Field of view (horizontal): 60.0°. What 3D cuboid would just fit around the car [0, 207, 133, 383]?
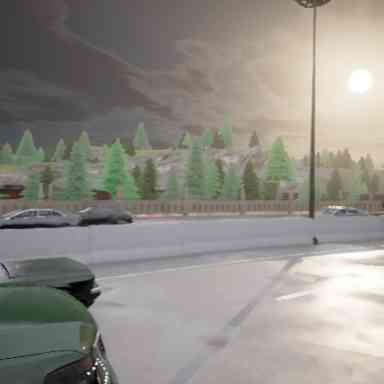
[{"bbox_3d":[-3.106,1.192,1.495,5.566,2.045,2.150,1,-1,-36],"label":"car"}]

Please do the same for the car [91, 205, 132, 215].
[{"bbox_3d":[-5.969,1.525,20.650,4.674,1.442,1.812,1,0,-30],"label":"car"}]

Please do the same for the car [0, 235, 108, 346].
[{"bbox_3d":[-3.936,1.573,5.183,4.718,1.301,1.895,1,0,-35],"label":"car"}]

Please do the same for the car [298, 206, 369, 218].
[{"bbox_3d":[8.679,1.637,20.394,4.902,1.511,2.128,1,0,-24],"label":"car"}]

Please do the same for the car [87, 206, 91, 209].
[{"bbox_3d":[-7.585,1.455,15.489,4.902,1.511,2.128,1,0,-33],"label":"car"}]
